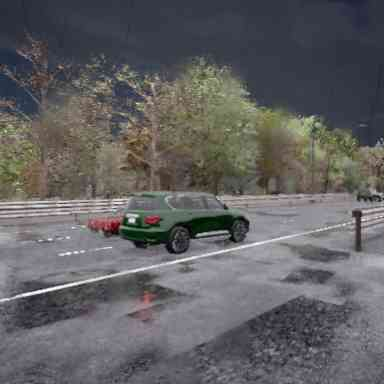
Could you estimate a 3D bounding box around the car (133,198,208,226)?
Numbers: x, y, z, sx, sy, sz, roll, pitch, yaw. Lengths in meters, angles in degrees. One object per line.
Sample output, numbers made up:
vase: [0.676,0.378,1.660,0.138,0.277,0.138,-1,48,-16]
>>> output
car: [-1.271,1.207,21.541,1.837,1.490,4.892,0,0,44]

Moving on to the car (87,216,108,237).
car: [-2.256,1.364,15.424,1.895,1.301,4.718,0,1,44]

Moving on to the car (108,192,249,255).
car: [-0.079,1.008,12.631,2.150,2.045,5.566,0,0,44]

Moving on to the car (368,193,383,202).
car: [31.315,0.901,55.997,1.812,1.442,4.674,1,1,43]

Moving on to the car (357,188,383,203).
car: [27.661,0.530,51.959,5.566,2.045,2.150,3,-2,-45]
